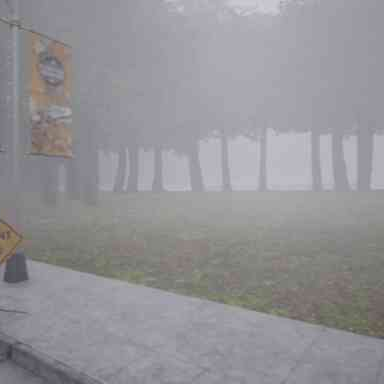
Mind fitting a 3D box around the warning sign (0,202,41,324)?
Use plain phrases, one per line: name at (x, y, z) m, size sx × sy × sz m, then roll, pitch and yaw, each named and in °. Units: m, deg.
warning sign at (-3.418, 1.120, 5.494) m, size 1.060 × 1.860 × 1.300 m, roll 0°, pitch 0°, yaw 35°
